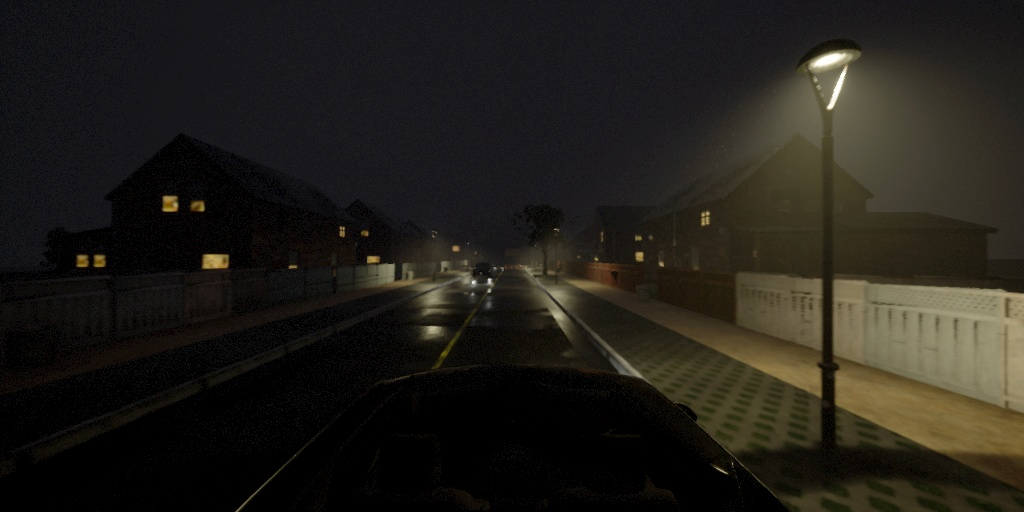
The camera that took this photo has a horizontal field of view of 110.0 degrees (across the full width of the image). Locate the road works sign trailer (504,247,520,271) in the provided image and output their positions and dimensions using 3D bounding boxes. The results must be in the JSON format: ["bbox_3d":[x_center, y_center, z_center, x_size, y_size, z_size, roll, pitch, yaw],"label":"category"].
[{"bbox_3d":[-0.007,0.431,53.077,2.380,3.560,2.880,0,0,0],"label":"road works sign trailer"}]

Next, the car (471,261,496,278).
[{"bbox_3d":[-2.847,1.357,35.335,1.837,1.490,4.892,0,0,0],"label":"car"}]
